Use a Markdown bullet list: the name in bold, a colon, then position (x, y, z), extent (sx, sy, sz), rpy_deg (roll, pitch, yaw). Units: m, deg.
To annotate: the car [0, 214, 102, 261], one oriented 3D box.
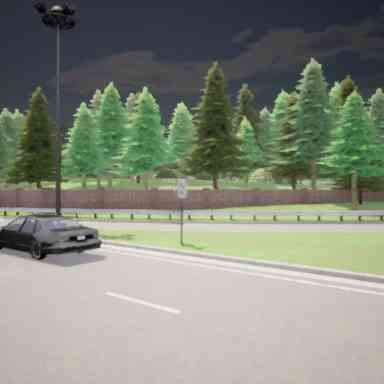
- **car**: position (-5.677, 1.553, 12.408), extent (5.357, 1.411, 2.033), rpy_deg (0, 0, 36)
